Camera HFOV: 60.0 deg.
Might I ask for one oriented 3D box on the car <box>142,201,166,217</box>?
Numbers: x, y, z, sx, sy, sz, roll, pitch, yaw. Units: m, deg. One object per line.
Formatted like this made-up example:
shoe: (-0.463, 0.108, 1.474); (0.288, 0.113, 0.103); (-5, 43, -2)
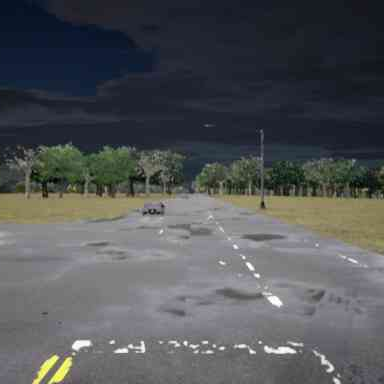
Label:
car: (-3.500, 1.510, 31.205); (1.994, 1.385, 4.181); (0, 0, 0)

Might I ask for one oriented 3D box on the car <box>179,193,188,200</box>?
car: (-2.244, 1.079, 88.417); (2.097, 1.767, 4.553); (0, 0, 7)
